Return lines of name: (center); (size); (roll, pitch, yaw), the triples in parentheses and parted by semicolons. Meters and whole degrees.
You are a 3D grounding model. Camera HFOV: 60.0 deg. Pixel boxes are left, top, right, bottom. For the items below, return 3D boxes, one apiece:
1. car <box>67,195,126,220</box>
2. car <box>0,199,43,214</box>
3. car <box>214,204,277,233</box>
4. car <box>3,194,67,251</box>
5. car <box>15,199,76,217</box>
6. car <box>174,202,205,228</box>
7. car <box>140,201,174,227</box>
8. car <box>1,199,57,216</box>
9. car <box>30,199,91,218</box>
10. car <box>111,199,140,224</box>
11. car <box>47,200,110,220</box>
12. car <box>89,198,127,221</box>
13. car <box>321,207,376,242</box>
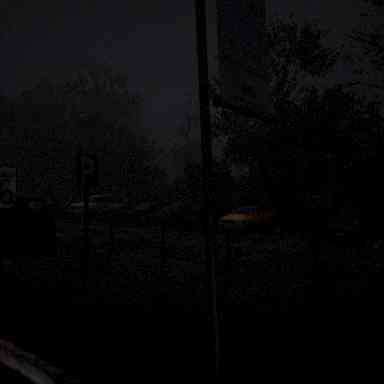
car: (-7.781, 1.251, 28.152); (2.435, 2.045, 5.566); (0, 0, 35)
car: (-19.071, 1.515, 36.234); (2.163, 1.488, 4.792); (0, 0, 35)
car: (3.446, 1.489, 19.993); (1.946, 1.575, 5.366); (0, 0, 35)
car: (-7.849, 1.243, 12.163); (2.435, 2.045, 5.566); (0, 0, 35)
car: (-14.450, 1.497, 33.147); (1.946, 1.575, 5.366); (0, 0, 35)
car: (1.307, 1.524, 21.774); (2.163, 1.488, 4.792); (0, 0, 35)
car: (-0.969, 1.497, 23.361); (2.231, 1.521, 4.892); (0, 0, 35)
car: (-16.835, 1.527, 34.576); (2.163, 1.488, 4.792); (0, 0, 35)
car: (-12.295, 1.503, 31.385); (2.097, 1.535, 5.008); (0, 0, 35)
car: (-3.233, 1.498, 24.967); (2.097, 1.535, 5.008); (0, 0, 35)
car: (-10.030, 1.505, 29.776); (2.231, 1.521, 4.892); (0, 0, 35)
car: (-5.497, 1.500, 26.573); (2.097, 1.535, 5.008); (0, 0, 35)
car: (8.065, 1.518, 16.907); (2.163, 1.488, 4.792); (0, 0, 35)
